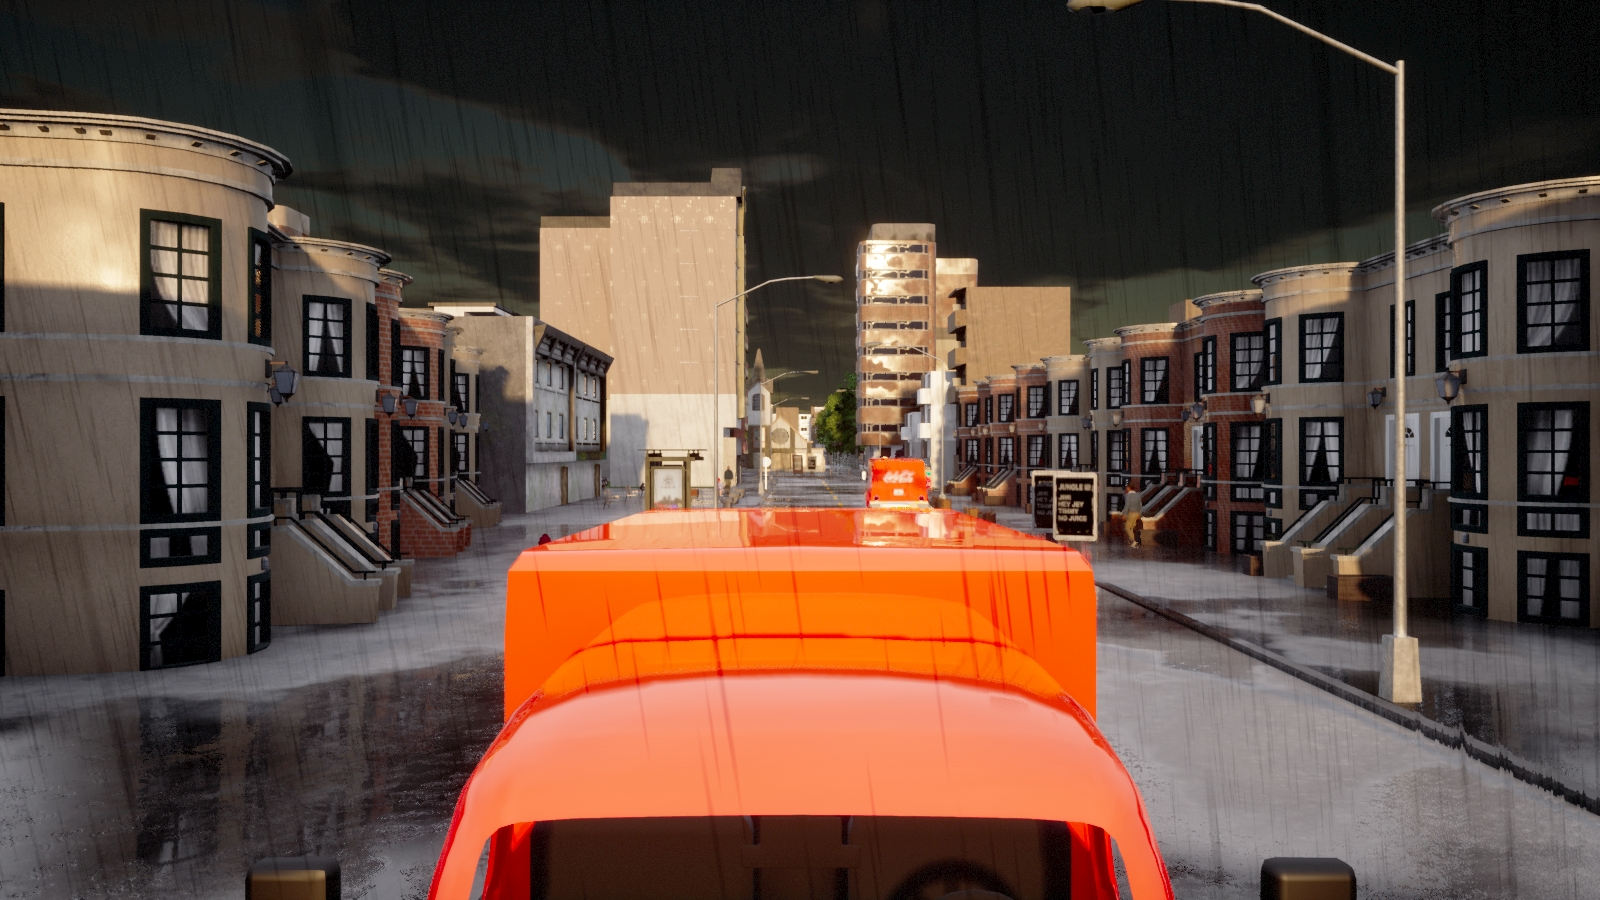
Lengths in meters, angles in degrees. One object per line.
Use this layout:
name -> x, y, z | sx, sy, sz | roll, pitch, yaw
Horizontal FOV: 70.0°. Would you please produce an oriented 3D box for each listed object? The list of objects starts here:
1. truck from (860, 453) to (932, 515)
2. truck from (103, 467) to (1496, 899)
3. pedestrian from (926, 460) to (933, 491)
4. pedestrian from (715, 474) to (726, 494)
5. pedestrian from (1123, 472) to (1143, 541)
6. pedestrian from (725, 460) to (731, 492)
truck -> 4.003, 1.369, 48.742 | 2.627, 2.467, 5.204 | 0, 0, 0
truck -> -0.001, 1.348, 4.761 | 2.627, 2.467, 5.204 | 0, 0, 0
pedestrian -> 7.859, 1.551, 69.568 | 0.375, 1.860, 0.375 | 0, 0, 0
pedestrian -> -4.525, 1.931, 64.946 | 0.500, 1.100, 0.500 | 0, 0, 11
pedestrian -> 9.113, 1.537, 31.234 | 0.375, 1.860, 0.375 | 0, 0, -26
pedestrian -> -4.284, 1.551, 68.237 | 0.375, 1.860, 0.375 | 0, 0, -3
